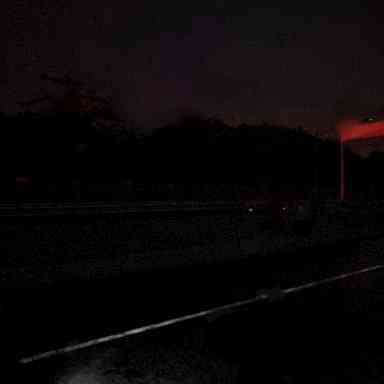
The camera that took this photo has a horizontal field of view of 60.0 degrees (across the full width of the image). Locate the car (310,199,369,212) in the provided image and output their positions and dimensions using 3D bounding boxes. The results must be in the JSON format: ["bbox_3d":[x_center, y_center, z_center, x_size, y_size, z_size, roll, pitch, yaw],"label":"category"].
[{"bbox_3d":[11.471,1.518,25.072,4.902,1.511,2.128,0,0,-35],"label":"car"}]

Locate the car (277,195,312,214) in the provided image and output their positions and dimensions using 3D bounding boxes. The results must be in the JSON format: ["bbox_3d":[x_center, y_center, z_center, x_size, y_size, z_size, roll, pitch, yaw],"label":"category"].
[{"bbox_3d":[9.711,1.380,28.116,4.553,1.767,2.097,0,0,-35],"label":"car"}]

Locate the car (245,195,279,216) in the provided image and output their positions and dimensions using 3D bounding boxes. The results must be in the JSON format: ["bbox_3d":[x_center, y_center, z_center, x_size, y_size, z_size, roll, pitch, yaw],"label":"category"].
[{"bbox_3d":[7.402,1.251,30.768,5.566,2.045,2.150,1,0,-36],"label":"car"}]

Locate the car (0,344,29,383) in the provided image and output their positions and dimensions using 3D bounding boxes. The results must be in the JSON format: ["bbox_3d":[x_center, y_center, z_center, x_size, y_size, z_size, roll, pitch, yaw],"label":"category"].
[{"bbox_3d":[-3.480,1.548,1.262,5.357,1.411,2.033,0,0,-35],"label":"car"}]
